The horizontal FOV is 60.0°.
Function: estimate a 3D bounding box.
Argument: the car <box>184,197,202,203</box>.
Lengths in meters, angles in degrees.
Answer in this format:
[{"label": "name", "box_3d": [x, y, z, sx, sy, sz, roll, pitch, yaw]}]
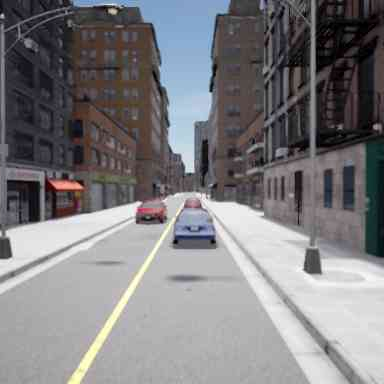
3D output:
[{"label": "car", "box_3d": [0.109, 1.284, 37.286, 1.994, 1.385, 4.181, 0, 0, 0]}]

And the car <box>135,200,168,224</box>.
[{"label": "car", "box_3d": [-2.745, 1.306, 23.228, 1.882, 1.535, 5.008, 0, 0, 0]}]

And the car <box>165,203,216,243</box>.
[{"label": "car", "box_3d": [0.101, 1.435, 15.341, 2.033, 1.411, 5.357, 0, 0, 0]}]
